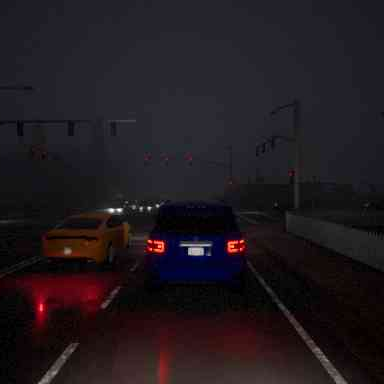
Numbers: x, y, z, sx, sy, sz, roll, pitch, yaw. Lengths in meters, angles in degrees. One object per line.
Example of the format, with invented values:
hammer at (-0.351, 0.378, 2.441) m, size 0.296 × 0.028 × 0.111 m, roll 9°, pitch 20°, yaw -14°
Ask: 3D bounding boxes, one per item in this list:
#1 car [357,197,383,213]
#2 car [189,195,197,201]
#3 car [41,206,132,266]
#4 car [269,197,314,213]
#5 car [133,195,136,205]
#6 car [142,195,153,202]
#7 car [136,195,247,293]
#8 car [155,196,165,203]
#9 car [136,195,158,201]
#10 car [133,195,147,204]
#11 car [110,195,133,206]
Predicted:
car at (20.511, 1.352, 36.266) m, size 4.553 × 1.767 × 2.097 m, roll 0°, pitch 0°, yaw -1°
car at (0.204, 1.540, 88.979) m, size 2.033 × 1.411 × 5.357 m, roll 0°, pitch 0°, yaw 0°
car at (-3.397, 1.478, 11.612) m, size 1.882 × 1.535 × 5.008 m, roll 0°, pitch 0°, yaw 0°
car at (10.730, 1.352, 36.046) m, size 4.553 × 1.767 × 2.097 m, roll 0°, pitch 0°, yaw -1°
car at (-10.447, 1.352, 57.411) m, size 2.097 × 1.767 × 4.553 m, roll 0°, pitch 0°, yaw 0°
car at (-10.323, 1.524, 76.935) m, size 1.812 × 1.442 × 4.674 m, roll 0°, pitch 0°, yaw 0°
car at (0.083, 1.221, 8.990) m, size 2.150 × 2.045 × 5.566 m, roll 0°, pitch 0°, yaw 0°
car at (-6.835, 1.524, 71.677) m, size 1.812 × 1.442 × 4.674 m, roll 0°, pitch 0°, yaw 0°
car at (-6.976, 1.547, 52.198) m, size 2.033 × 1.411 × 5.357 m, roll 0°, pitch 0°, yaw 0°
car at (-10.366, 1.478, 66.680) m, size 1.882 × 1.535 × 5.008 m, roll 0°, pitch 0°, yaw 1°
car at (-10.486, 1.491, 48.200) m, size 2.128 × 1.511 × 4.902 m, roll 0°, pitch 0°, yaw 0°
